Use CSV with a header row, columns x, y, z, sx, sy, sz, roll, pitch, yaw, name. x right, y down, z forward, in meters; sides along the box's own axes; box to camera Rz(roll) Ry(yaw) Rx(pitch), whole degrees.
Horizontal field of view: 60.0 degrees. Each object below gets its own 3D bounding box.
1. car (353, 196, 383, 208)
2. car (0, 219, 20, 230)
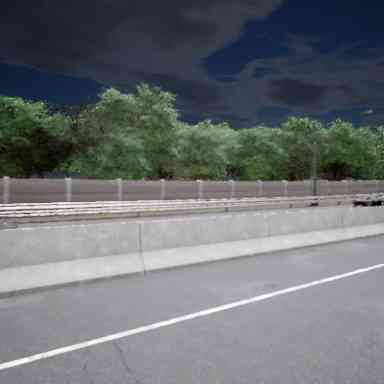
x,y,z,sx,sy,sz,roll,pitch,yaw,name
21.268,1.200,39.752,4.718,1.301,1.895,-1,1,-33,car
-8.299,1.487,10.956,4.902,1.511,2.128,0,0,-35,car
